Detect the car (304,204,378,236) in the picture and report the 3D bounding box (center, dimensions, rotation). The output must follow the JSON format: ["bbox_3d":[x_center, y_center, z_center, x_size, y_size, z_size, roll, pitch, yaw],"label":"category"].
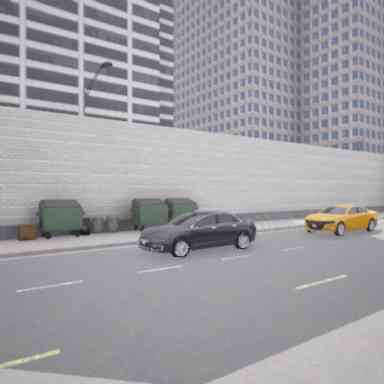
[{"bbox_3d":[8.235,1.443,18.290,5.008,1.535,1.882,0,0,-35],"label":"car"}]

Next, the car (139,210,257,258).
[{"bbox_3d":[0.340,1.490,12.766,4.892,1.490,1.837,0,0,-35],"label":"car"}]
